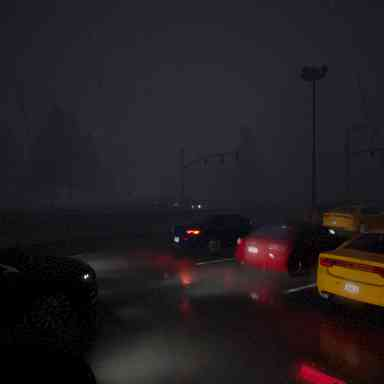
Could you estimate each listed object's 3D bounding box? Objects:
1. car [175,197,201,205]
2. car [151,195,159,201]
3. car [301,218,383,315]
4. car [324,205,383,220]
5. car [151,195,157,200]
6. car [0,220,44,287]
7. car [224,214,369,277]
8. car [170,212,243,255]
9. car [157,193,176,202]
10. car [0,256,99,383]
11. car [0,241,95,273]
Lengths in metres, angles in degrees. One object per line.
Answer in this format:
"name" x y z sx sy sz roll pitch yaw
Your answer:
"car" -0.466 1.547 57.958 2.033 1.411 5.357 0 0 -27
"car" -9.984 1.553 89.322 1.994 1.385 4.181 0 0 -6
"car" 4.738 1.478 7.033 5.008 1.535 1.882 0 0 -35
"car" 9.525 1.478 18.891 5.008 1.535 1.882 0 0 -35
"car" -7.878 1.524 77.259 1.812 1.442 4.674 0 0 -17
"car" -6.515 1.547 7.714 5.357 1.411 2.033 0 0 -35
"car" 3.324 1.564 10.309 4.181 1.385 1.994 0 0 -35
"car" 1.349 1.526 13.200 4.674 1.442 1.812 0 0 -35
"car" -4.739 1.217 67.375 2.150 2.045 5.566 0 1 -21
"car" -2.928 1.505 1.645 4.892 1.490 1.837 0 0 -35
"car" -3.974 1.492 5.192 4.902 1.511 2.128 0 0 -35
